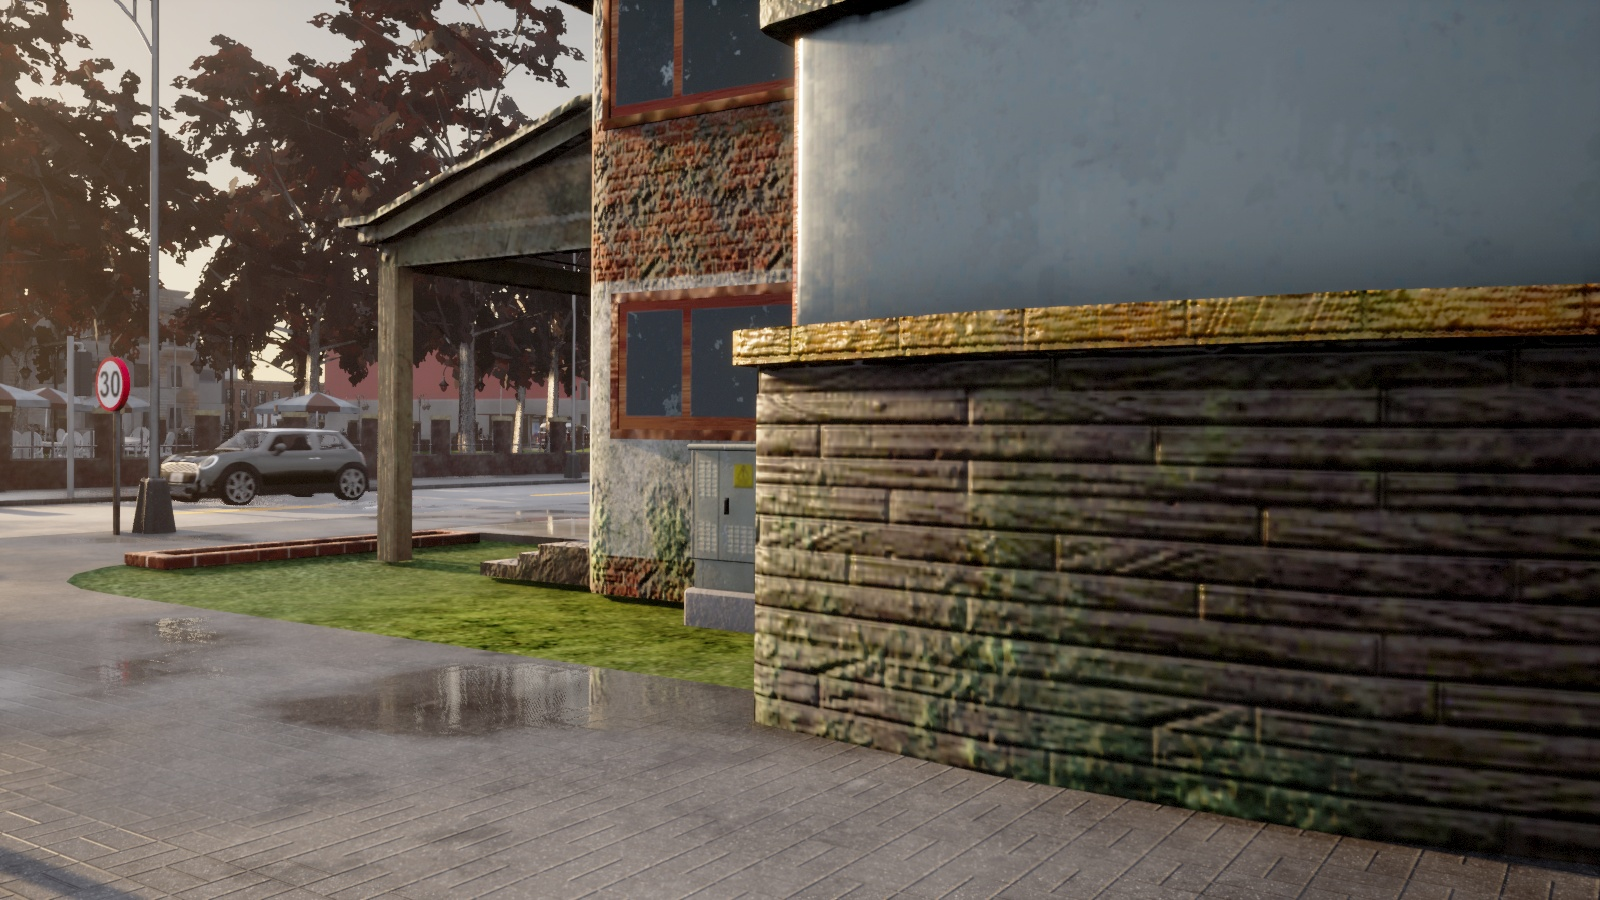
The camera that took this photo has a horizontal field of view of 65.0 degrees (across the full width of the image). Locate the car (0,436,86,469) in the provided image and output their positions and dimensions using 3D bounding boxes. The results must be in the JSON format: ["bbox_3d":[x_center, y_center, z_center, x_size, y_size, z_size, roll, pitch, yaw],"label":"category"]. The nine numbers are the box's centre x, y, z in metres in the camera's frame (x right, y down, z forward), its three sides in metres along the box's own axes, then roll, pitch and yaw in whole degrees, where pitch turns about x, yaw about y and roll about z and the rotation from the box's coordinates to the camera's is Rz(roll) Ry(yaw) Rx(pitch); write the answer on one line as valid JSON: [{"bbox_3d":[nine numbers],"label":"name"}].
[{"bbox_3d":[-39.038,0.106,64.206,1.851,1.617,3.988,0,1,33],"label":"car"}]

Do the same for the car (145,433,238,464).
[{"bbox_3d":[-36.465,-0.109,75.385,2.097,1.767,4.553,0,1,33],"label":"car"}]

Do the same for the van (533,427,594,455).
[{"bbox_3d":[-18.045,-0.693,96.037,2.069,2.038,4.480,0,1,34],"label":"van"}]

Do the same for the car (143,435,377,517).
[{"bbox_3d":[-10.665,0.452,25.035,1.970,1.475,3.806,0,1,33],"label":"car"}]
